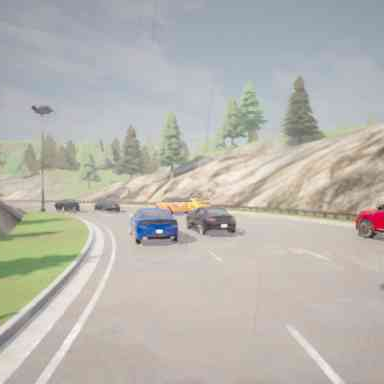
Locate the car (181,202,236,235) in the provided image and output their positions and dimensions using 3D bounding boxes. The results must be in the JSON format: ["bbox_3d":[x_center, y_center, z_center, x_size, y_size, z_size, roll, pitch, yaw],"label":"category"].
[{"bbox_3d":[0.954,1.515,18.655,1.812,1.442,4.674,0,0,-16],"label":"car"}]

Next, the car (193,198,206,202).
[{"bbox_3d":[0.093,1.472,37.764,1.882,1.535,5.008,0,0,-32],"label":"car"}]

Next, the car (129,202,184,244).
[{"bbox_3d":[-1.982,1.494,16.217,1.882,1.535,5.008,0,0,-15],"label":"car"}]

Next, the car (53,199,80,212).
[{"bbox_3d":[-15.284,1.638,40.492,1.837,1.490,4.892,1,-1,-41],"label":"car"}]

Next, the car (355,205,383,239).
[{"bbox_3d":[9.373,1.135,13.842,2.150,2.045,5.566,0,0,-12],"label":"car"}]

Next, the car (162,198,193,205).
[{"bbox_3d":[-2.219,1.368,34.705,2.097,1.767,4.553,-1,0,-30],"label":"car"}]

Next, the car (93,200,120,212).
[{"bbox_3d":[-10.221,1.651,39.680,1.994,1.385,4.181,0,0,-38],"label":"car"}]
